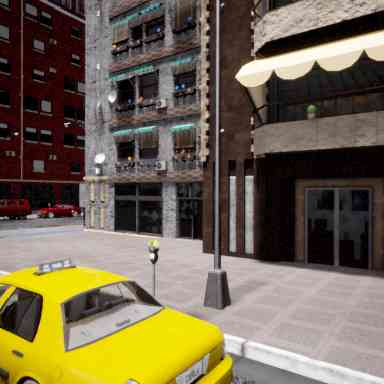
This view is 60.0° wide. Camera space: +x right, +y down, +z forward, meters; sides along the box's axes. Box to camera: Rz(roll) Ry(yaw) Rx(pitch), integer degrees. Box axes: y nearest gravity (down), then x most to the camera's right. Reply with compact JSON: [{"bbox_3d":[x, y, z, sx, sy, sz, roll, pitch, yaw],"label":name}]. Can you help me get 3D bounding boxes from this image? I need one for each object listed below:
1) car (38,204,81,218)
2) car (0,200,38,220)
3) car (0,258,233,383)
[{"bbox_3d":[-13.556,1.923,34.101,1.887,1.381,4.507,-1,-2,35],"label":"car"},{"bbox_3d":[-16.838,1.591,29.453,2.192,1.841,5.009,-1,-2,35],"label":"car"},{"bbox_3d":[-1.874,1.525,4.199,4.829,1.417,1.752,0,0,35],"label":"car"}]
